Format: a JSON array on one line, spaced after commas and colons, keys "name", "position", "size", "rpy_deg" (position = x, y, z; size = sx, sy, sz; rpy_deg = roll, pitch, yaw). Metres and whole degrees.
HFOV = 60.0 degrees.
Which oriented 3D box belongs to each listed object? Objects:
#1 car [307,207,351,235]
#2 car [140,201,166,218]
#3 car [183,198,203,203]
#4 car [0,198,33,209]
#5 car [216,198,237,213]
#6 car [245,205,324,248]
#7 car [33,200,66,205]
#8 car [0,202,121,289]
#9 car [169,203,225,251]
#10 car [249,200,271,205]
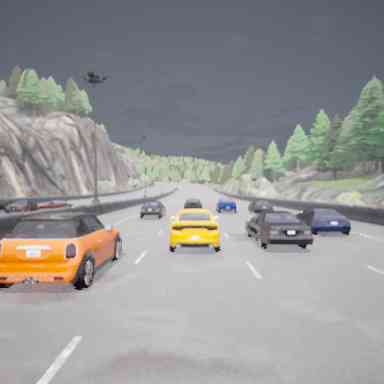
[{"name": "car", "position": [7.107, 1.524, 18.617], "size": [1.994, 1.385, 4.181], "rpy_deg": [0, 0, 0]}, {"name": "car", "position": [-3.389, 1.485, 29.334], "size": [2.033, 1.411, 5.357], "rpy_deg": [0, 0, 0]}, {"name": "car", "position": [0.113, 1.431, 34.329], "size": [1.837, 1.490, 4.892], "rpy_deg": [0, 0, 0]}, {"name": "car", "position": [-17.576, 1.491, 34.728], "size": [1.994, 1.385, 4.181], "rpy_deg": [0, 0, 0]}, {"name": "car", "position": [3.614, 1.401, 35.746], "size": [1.882, 1.535, 5.008], "rpy_deg": [0, 0, 0]}, {"name": "car", "position": [3.606, 1.516, 14.585], "size": [2.033, 1.411, 5.357], "rpy_deg": [0, 0, 0]}, {"name": "car", "position": [-14.081, 1.529, 34.211], "size": [1.895, 1.301, 4.718], "rpy_deg": [0, 0, 0]}, {"name": "car", "position": [-3.397, 1.332, 9.253], "size": [2.097, 1.767, 4.553], "rpy_deg": [0, 0, 0]}, {"name": "car", "position": [0.106, 1.447, 14.055], "size": [1.882, 1.535, 5.008], "rpy_deg": [0, 0, 0]}, {"name": "car", "position": [7.113, 1.489, 34.724], "size": [1.994, 1.385, 4.181], "rpy_deg": [0, 0, 0]}]
